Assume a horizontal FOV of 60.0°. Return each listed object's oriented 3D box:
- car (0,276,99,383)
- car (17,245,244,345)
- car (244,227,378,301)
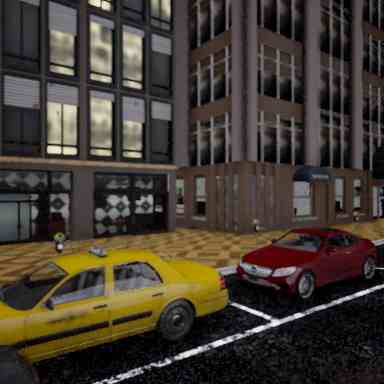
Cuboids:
[{"bbox_3d":[-3.118,1.555,0.847,5.357,1.411,2.033,0,0,-36],"label":"car"},{"bbox_3d":[-1.646,1.521,4.922,4.829,1.417,1.752,0,0,-36],"label":"car"},{"bbox_3d":[2.996,1.558,8.235,4.206,1.307,1.802,0,0,-36],"label":"car"}]
